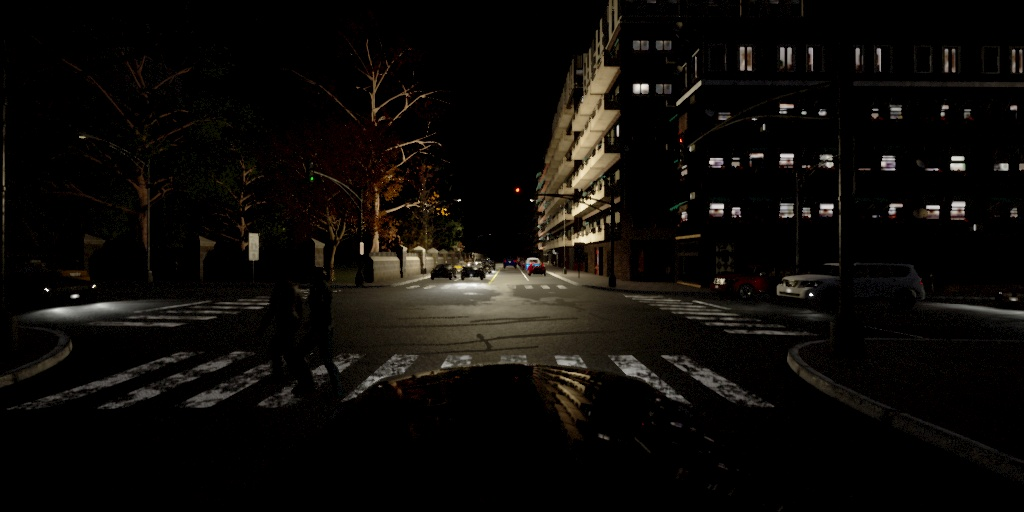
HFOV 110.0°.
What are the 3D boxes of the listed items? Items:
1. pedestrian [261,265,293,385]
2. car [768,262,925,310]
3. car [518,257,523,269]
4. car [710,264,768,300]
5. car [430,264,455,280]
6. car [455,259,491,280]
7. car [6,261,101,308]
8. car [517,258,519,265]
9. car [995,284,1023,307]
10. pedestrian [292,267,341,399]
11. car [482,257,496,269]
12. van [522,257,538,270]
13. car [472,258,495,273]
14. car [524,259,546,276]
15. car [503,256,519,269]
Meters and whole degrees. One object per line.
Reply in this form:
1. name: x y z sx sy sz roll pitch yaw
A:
1. pedestrian: -3.249 1.016 5.156 0.375 1.860 0.375 0 0 0
2. car: 15.430 1.289 16.465 5.566 2.045 2.150 1 0 -1
3. car: 2.394 1.231 53.815 1.967 1.591 4.097 0 0 0
4. car: 13.353 1.353 19.016 5.009 1.841 2.192 0 0 -1
5. car: -5.857 1.331 31.246 1.948 1.339 4.313 0 0 0
6. car: -3.260 1.256 31.078 2.128 1.511 4.902 0 0 0
7. car: -18.229 0.997 12.743 5.357 1.411 2.033 1 0 -1
8. car: 2.361 1.350 59.445 2.007 1.370 4.403 0 0 0
9. car: 25.547 1.775 16.623 4.674 1.442 1.812 1 0 -1
10. pedestrian: -2.659 1.024 4.897 0.375 1.860 0.375 0 0 0
11. car: -3.373 1.281 52.356 2.128 1.511 4.902 0 0 0
12. van: 2.459 1.117 42.555 1.690 1.789 3.998 0 0 0
13. car: -3.320 1.280 41.376 1.837 1.490 4.892 0 0 0
14. car: 2.491 1.315 36.924 1.888 1.381 4.507 0 0 0
15. car: -0.331 1.022 59.609 2.150 2.045 5.566 0 0 0
